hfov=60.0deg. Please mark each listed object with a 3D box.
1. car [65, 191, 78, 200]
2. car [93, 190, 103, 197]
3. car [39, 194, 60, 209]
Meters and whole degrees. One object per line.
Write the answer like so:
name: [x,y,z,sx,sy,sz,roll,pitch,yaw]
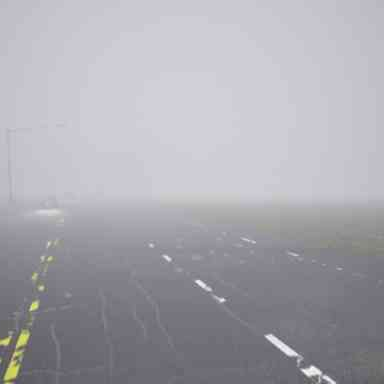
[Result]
car: [-22.229,0.616,61.315,2.128,1.511,4.902,-2,2,-12]
car: [-19.353,0.307,68.261,2.128,1.511,4.902,-3,2,-19]
car: [-15.803,1.028,37.035,2.128,1.511,4.902,-3,2,-19]
